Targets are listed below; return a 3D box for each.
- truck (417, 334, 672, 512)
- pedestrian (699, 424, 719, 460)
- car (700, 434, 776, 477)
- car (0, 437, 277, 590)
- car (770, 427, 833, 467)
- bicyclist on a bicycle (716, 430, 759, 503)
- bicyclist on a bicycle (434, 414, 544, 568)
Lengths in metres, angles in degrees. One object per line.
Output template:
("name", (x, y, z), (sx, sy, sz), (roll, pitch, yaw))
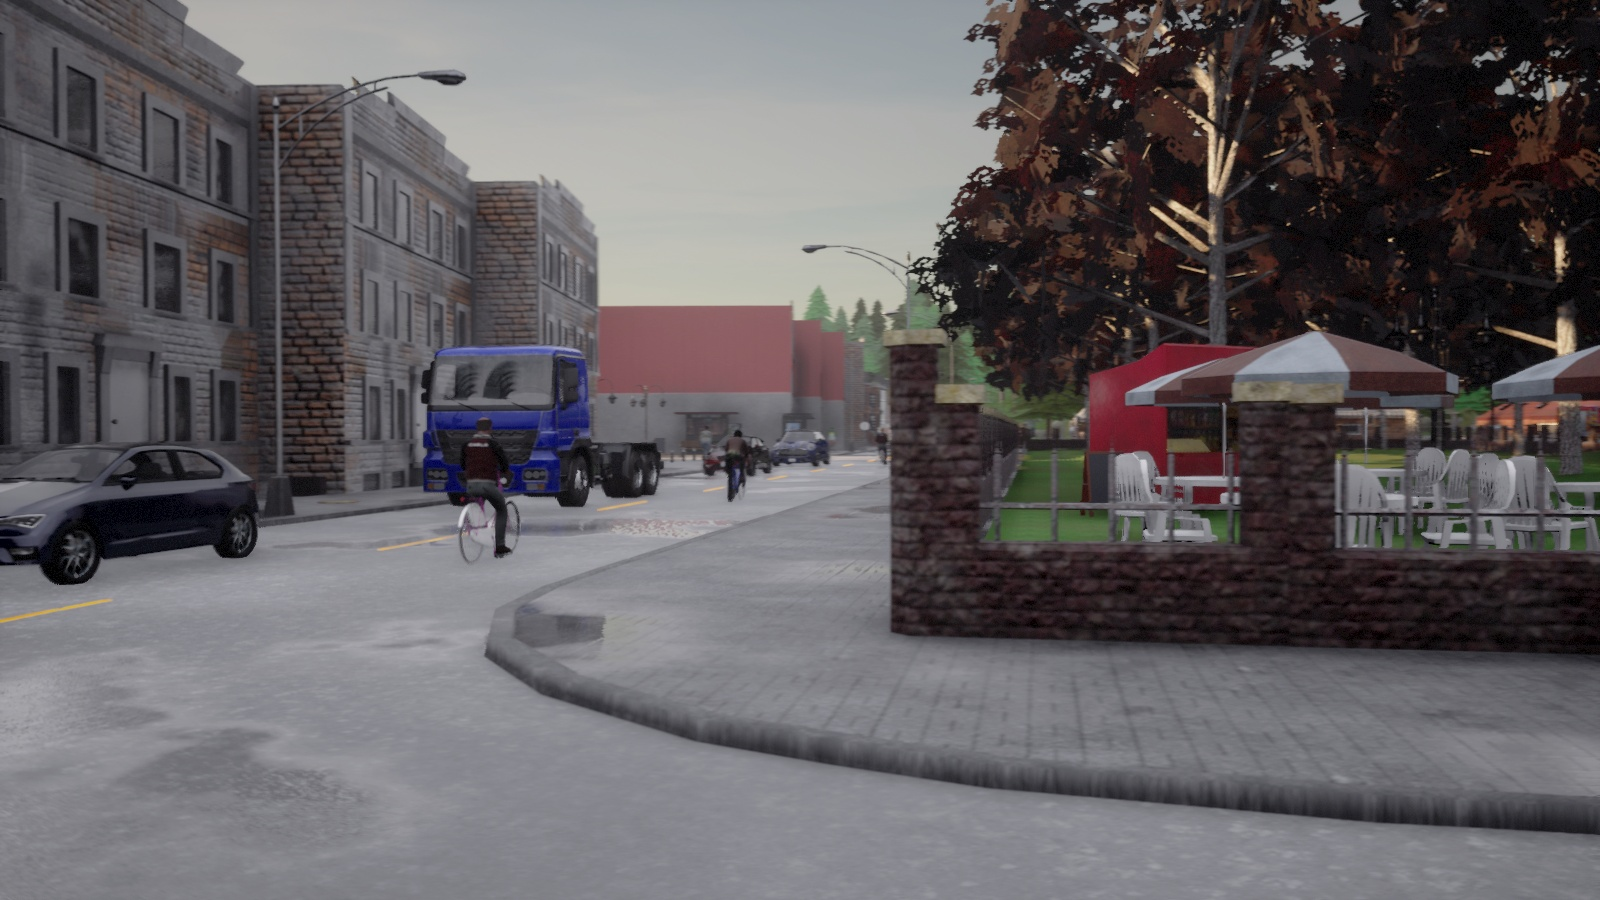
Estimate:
("truck", (-5.458, -0.593, 28.603), (2.891, 3.462, 7.936), (0, 1, 11))
("pedestrian", (-4.763, -0.435, 65.541), (0.874, 1.855, 0.900), (0, 1, 8))
("car", (-2.202, 0.165, 45.873), (1.816, 1.474, 4.193), (0, 1, 11))
("car", (-8.125, 0.596, 14.525), (1.816, 1.474, 4.193), (0, 1, 11))
("car", (0.132, -0.160, 58.201), (2.097, 1.767, 4.553), (0, 1, 11))
("bicyclist on a bicycle", (-1.406, 0.359, 28.530), (0.582, 1.620, 1.656), (0, 1, 11))
("bicyclist on a bicycle", (-3.793, 0.457, 15.472), (0.659, 1.776, 1.843), (1, 1, 9))
